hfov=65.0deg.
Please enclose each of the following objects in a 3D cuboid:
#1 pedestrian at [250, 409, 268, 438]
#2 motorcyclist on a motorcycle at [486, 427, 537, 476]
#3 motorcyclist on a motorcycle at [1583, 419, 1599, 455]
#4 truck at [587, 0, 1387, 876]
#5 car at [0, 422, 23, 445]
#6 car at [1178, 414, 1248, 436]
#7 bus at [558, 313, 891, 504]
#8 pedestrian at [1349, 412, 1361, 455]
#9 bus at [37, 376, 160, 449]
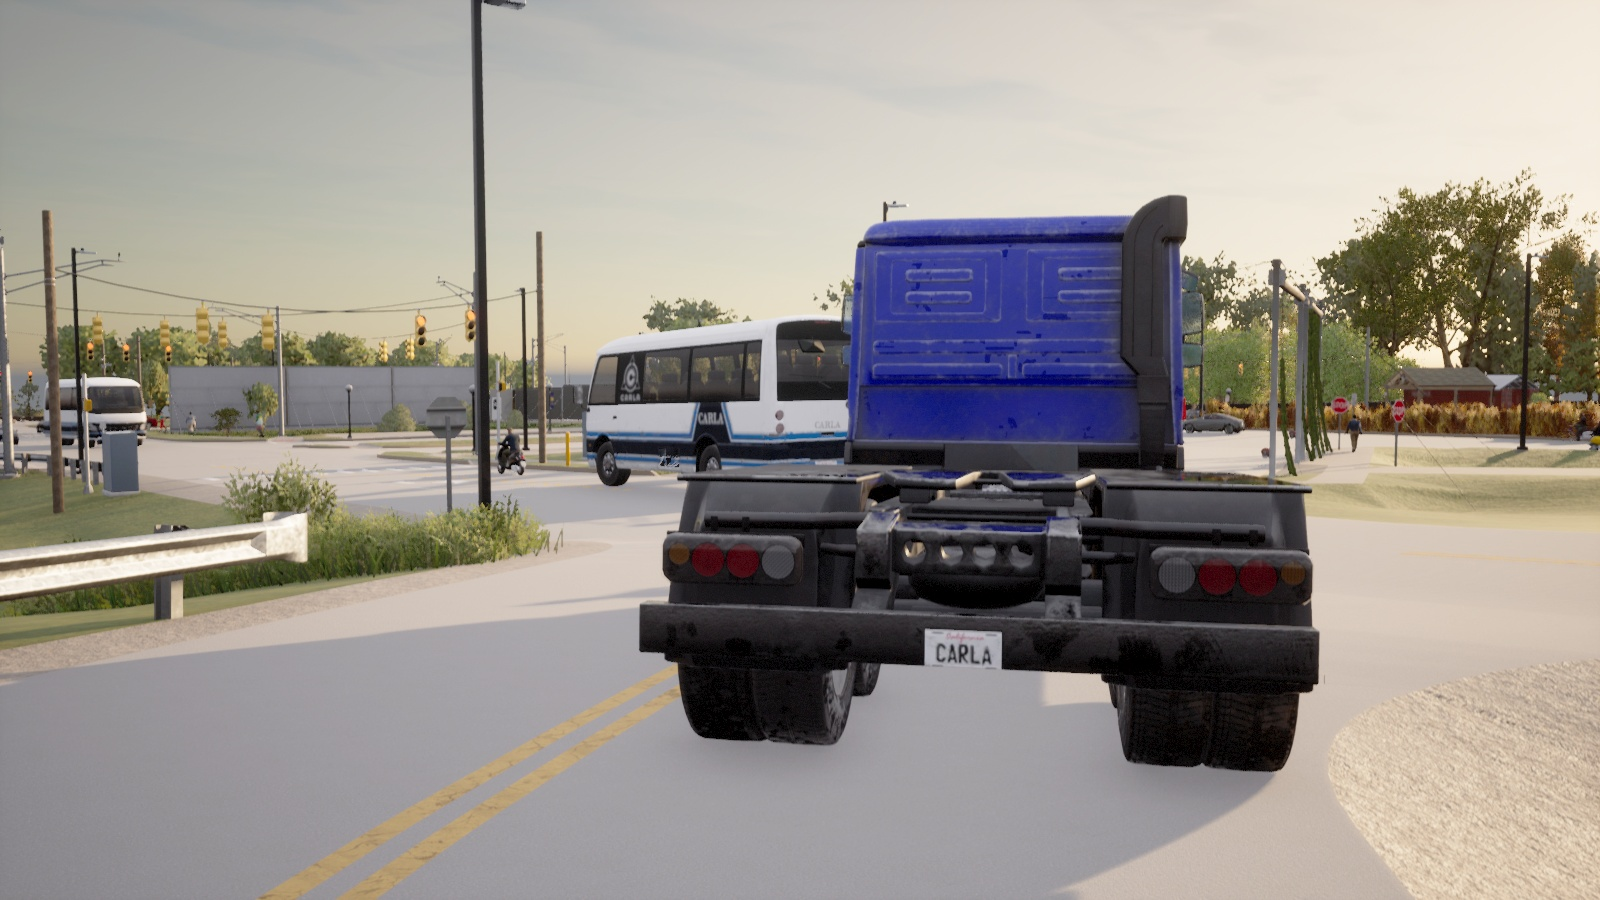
[{"bbox_3d":[-37.033,-1.822,85.930,0.873,1.952,0.659,0,4,-2],"label":"pedestrian"},{"bbox_3d":[-9.697,0.043,42.162,0.866,1.590,1.817,-3,3,-41],"label":"motorcyclist on a motorcycle"},{"bbox_3d":[35.812,-0.594,55.564,0.866,1.590,1.817,-1,1,-19],"label":"motorcyclist on a motorcycle"},{"bbox_3d":[1.376,-0.300,8.545,2.891,3.462,7.936,1,1,11],"label":"truck"},{"bbox_3d":[-52.971,-1.099,82.944,2.033,1.411,5.357,-3,4,-39],"label":"car"},{"bbox_3d":[28.307,-1.740,86.091,4.181,1.385,1.994,2,4,37],"label":"car"},{"bbox_3d":[-2.405,-1.084,33.240,3.944,4.253,10.273,-3,3,-35],"label":"bus"},{"bbox_3d":[25.886,-0.774,58.584,0.423,1.949,0.788,2,4,26],"label":"pedestrian"},{"bbox_3d":[-43.631,-2.391,77.939,3.944,4.253,10.273,-4,4,-44],"label":"bus"}]
